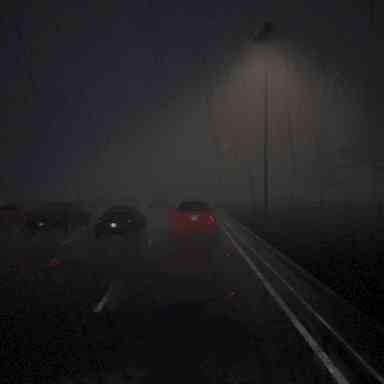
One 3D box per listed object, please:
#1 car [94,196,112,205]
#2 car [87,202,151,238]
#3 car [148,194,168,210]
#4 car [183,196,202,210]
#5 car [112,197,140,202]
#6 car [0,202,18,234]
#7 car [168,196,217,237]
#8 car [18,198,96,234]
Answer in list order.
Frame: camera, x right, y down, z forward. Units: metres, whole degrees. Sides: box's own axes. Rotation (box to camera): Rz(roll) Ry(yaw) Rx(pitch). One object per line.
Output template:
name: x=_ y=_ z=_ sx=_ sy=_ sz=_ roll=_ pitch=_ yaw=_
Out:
car: x=-10.425 y=1.147 z=38.257 sx=1.994 sy=1.385 sz=4.181 roll=0 pitch=1 yaw=0
car: x=-3.399 y=1.384 z=16.419 sx=1.994 sy=1.385 sz=4.181 roll=0 pitch=1 yaw=0
car: x=-3.439 y=0.965 z=35.429 sx=2.097 sy=1.767 sz=4.553 roll=0 pitch=1 yaw=0
car: x=0.065 y=1.166 z=36.607 sx=1.994 sy=1.385 sz=4.181 roll=0 pitch=1 yaw=0
car: x=-6.936 y=1.205 z=36.358 sx=1.895 sy=1.301 sz=4.718 roll=0 pitch=1 yaw=0
car: x=-10.399 y=1.281 z=17.928 sx=1.882 sy=1.535 sz=5.008 roll=0 pitch=1 yaw=0
car: x=0.101 y=1.168 z=16.848 sx=2.097 sy=1.767 sz=4.553 roll=0 pitch=1 yaw=0
car: x=-6.899 y=1.284 z=17.688 sx=1.882 sy=1.535 sz=5.008 roll=0 pitch=1 yaw=0
